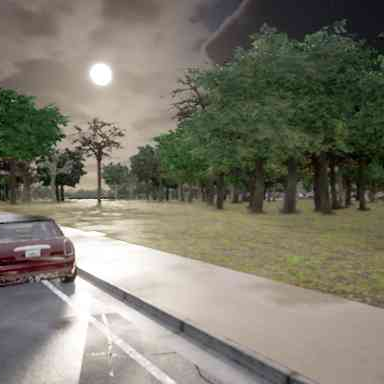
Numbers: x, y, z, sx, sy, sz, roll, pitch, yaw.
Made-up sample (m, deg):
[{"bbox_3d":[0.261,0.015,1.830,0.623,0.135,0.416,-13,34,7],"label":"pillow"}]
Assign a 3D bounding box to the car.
[{"bbox_3d":[-4.804,1.384,9.024,2.097,1.767,4.553,0,0,-38],"label":"car"}]
